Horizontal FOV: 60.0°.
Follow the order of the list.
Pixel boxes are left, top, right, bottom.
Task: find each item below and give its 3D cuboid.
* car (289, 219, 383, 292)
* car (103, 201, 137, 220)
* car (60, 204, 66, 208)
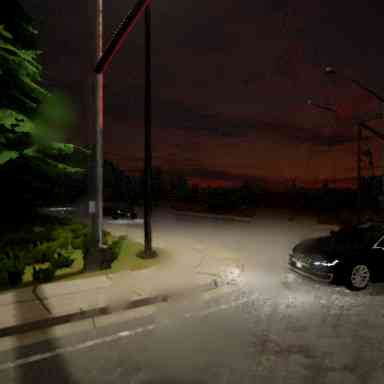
[{"bbox_3d":[4.946,1.499,8.683,4.892,1.490,1.837,0,2,-15],"label":"car"},{"bbox_3d":[-6.344,1.540,28.349,1.812,1.442,4.674,0,0,-35],"label":"car"},{"bbox_3d":[-19.451,1.579,47.476,1.994,1.385,4.181,0,0,-34],"label":"car"}]
